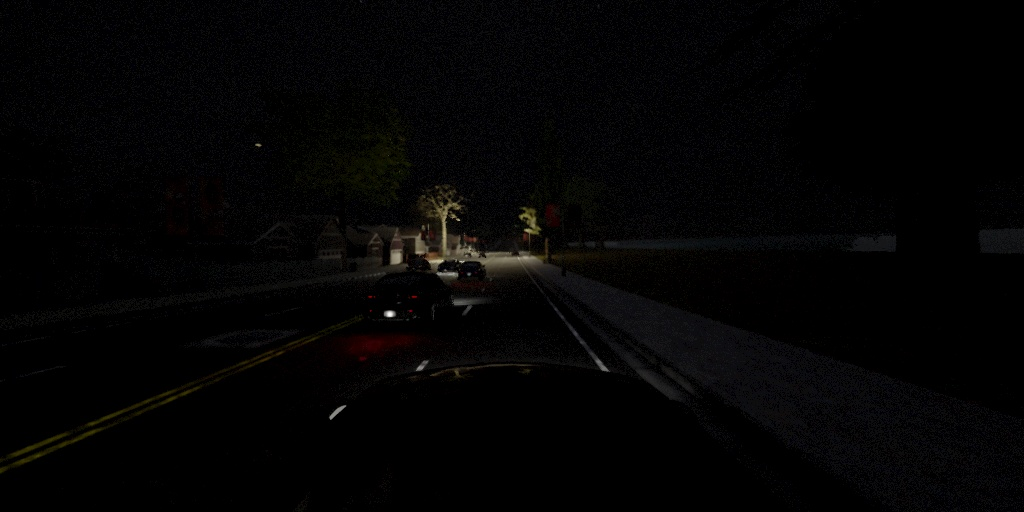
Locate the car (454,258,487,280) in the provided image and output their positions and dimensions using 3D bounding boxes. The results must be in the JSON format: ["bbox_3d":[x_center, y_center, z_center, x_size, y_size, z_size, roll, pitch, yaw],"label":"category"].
[{"bbox_3d":[-3.146,1.113,28.464,1.812,1.442,4.674,0,1,0],"label":"car"}]

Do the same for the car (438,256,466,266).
[{"bbox_3d":[-6.584,0.992,38.114,2.033,1.411,5.357,0,1,0],"label":"car"}]

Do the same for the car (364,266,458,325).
[{"bbox_3d":[-3.148,1.235,11.659,1.837,1.490,4.892,0,0,0],"label":"car"}]

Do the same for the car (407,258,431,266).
[{"bbox_3d":[-9.831,0.970,38.108,1.812,1.442,4.674,0,1,0],"label":"car"}]
